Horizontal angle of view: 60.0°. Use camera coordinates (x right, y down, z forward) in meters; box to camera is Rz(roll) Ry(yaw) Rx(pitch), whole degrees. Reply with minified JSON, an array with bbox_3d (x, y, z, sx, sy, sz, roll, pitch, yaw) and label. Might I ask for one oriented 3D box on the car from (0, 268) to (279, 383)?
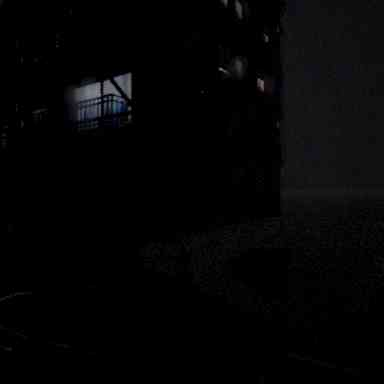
[{"bbox_3d":[-1.206,1.567,3.734,4.313,1.339,1.947,0,0,35],"label":"car"}]
